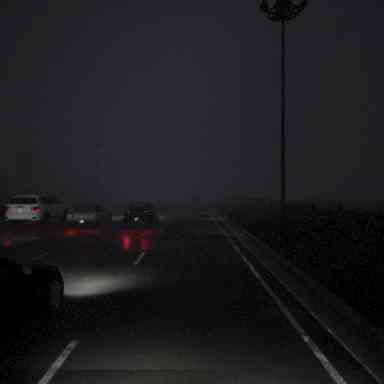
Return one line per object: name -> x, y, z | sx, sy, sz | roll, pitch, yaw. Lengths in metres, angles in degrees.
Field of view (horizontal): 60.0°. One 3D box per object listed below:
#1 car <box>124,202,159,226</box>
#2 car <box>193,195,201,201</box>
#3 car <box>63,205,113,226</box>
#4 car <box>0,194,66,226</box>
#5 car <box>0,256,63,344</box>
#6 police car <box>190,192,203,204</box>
car -> -3.395, 1.447, 22.786 | 2.128, 1.511, 4.902 | 0, 0, 0
car -> 1.063, 1.355, 77.013 | 1.837, 1.490, 4.892 | 0, 0, 0
car -> -6.896, 1.556, 23.010 | 1.895, 1.301, 4.718 | 0, 0, 0
car -> -10.396, 1.177, 22.840 | 2.150, 2.045, 5.566 | 0, 0, 0
car -> -3.399, 1.517, 4.533 | 1.812, 1.442, 4.674 | 0, 0, 0
police car -> 1.060, 1.306, 61.123 | 1.930, 1.638, 5.238 | 0, 0, 0
